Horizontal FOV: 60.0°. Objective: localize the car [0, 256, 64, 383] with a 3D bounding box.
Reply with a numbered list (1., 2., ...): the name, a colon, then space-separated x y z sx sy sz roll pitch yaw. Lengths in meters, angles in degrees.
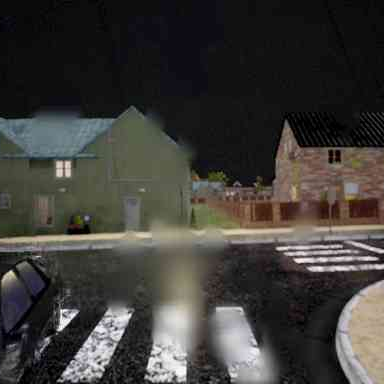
1. car: -2.759 1.565 3.873 2.033 1.411 5.357 0 0 -13
